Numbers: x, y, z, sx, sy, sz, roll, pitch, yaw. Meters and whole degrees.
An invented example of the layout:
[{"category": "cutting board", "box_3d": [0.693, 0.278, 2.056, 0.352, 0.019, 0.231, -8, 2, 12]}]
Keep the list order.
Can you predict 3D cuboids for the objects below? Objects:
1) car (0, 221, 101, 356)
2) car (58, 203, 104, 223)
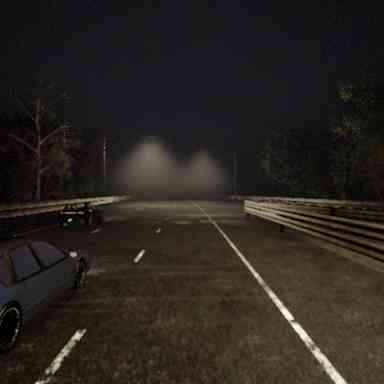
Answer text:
[{"category": "car", "box_3d": [-3.425, 1.528, 5.952, 2.033, 1.411, 5.357, 0, 0, 0]}, {"category": "car", "box_3d": [-7.086, 1.427, 21.646, 2.128, 1.511, 4.902, 0, 0, -1]}]
